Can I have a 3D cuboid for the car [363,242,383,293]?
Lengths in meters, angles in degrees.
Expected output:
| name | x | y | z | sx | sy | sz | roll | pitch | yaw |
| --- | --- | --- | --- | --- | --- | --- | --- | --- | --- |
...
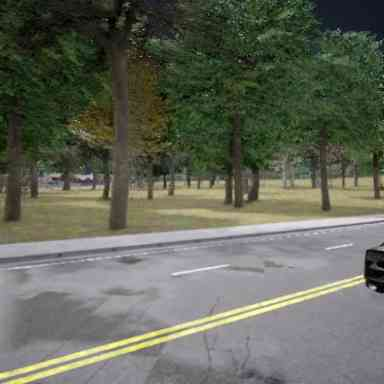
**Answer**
| name | x | y | z | sx | sy | sz | roll | pitch | yaw |
| --- | --- | --- | --- | --- | --- | --- | --- | --- | --- |
| car | 5.954 | 1.513 | 7.683 | 5.008 | 1.535 | 1.882 | 0 | 0 | -35 |
